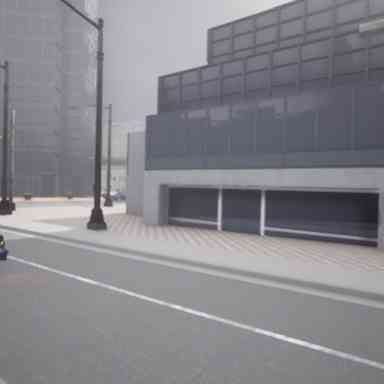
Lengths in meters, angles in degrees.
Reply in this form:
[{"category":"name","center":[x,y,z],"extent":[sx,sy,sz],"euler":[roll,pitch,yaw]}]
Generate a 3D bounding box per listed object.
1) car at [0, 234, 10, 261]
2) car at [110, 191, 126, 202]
[{"category":"car","center":[-7.302,1.314,9.584],"extent":[5.357,1.411,2.033],"euler":[2,1,37]},{"category":"car","center":[-9.529,0.618,46.768],"extent":[1.882,1.535,5.008],"euler":[2,1,38]}]
